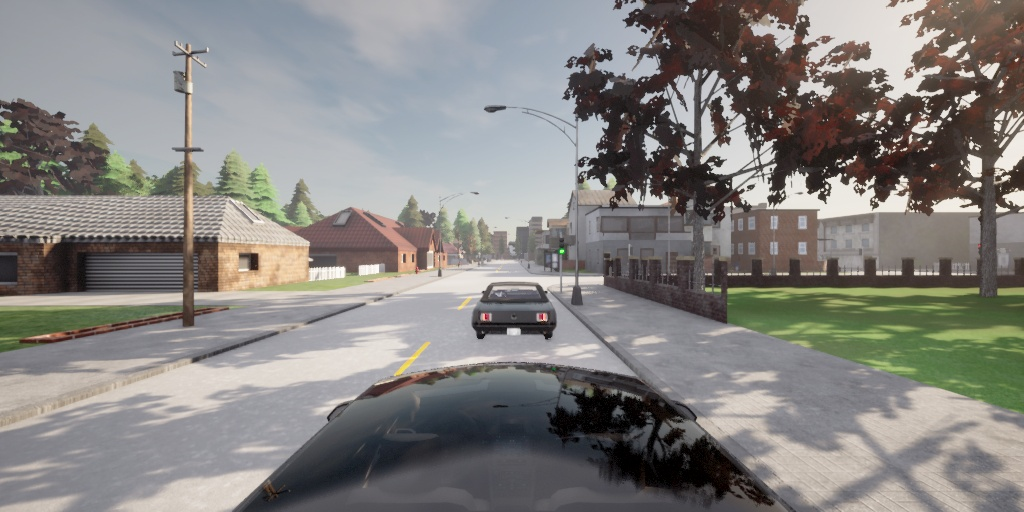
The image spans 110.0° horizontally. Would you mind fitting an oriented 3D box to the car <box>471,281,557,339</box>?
[{"bbox_3d":[0.077,1.351,9.997,1.895,1.301,4.718,0,0,1],"label":"car"}]
